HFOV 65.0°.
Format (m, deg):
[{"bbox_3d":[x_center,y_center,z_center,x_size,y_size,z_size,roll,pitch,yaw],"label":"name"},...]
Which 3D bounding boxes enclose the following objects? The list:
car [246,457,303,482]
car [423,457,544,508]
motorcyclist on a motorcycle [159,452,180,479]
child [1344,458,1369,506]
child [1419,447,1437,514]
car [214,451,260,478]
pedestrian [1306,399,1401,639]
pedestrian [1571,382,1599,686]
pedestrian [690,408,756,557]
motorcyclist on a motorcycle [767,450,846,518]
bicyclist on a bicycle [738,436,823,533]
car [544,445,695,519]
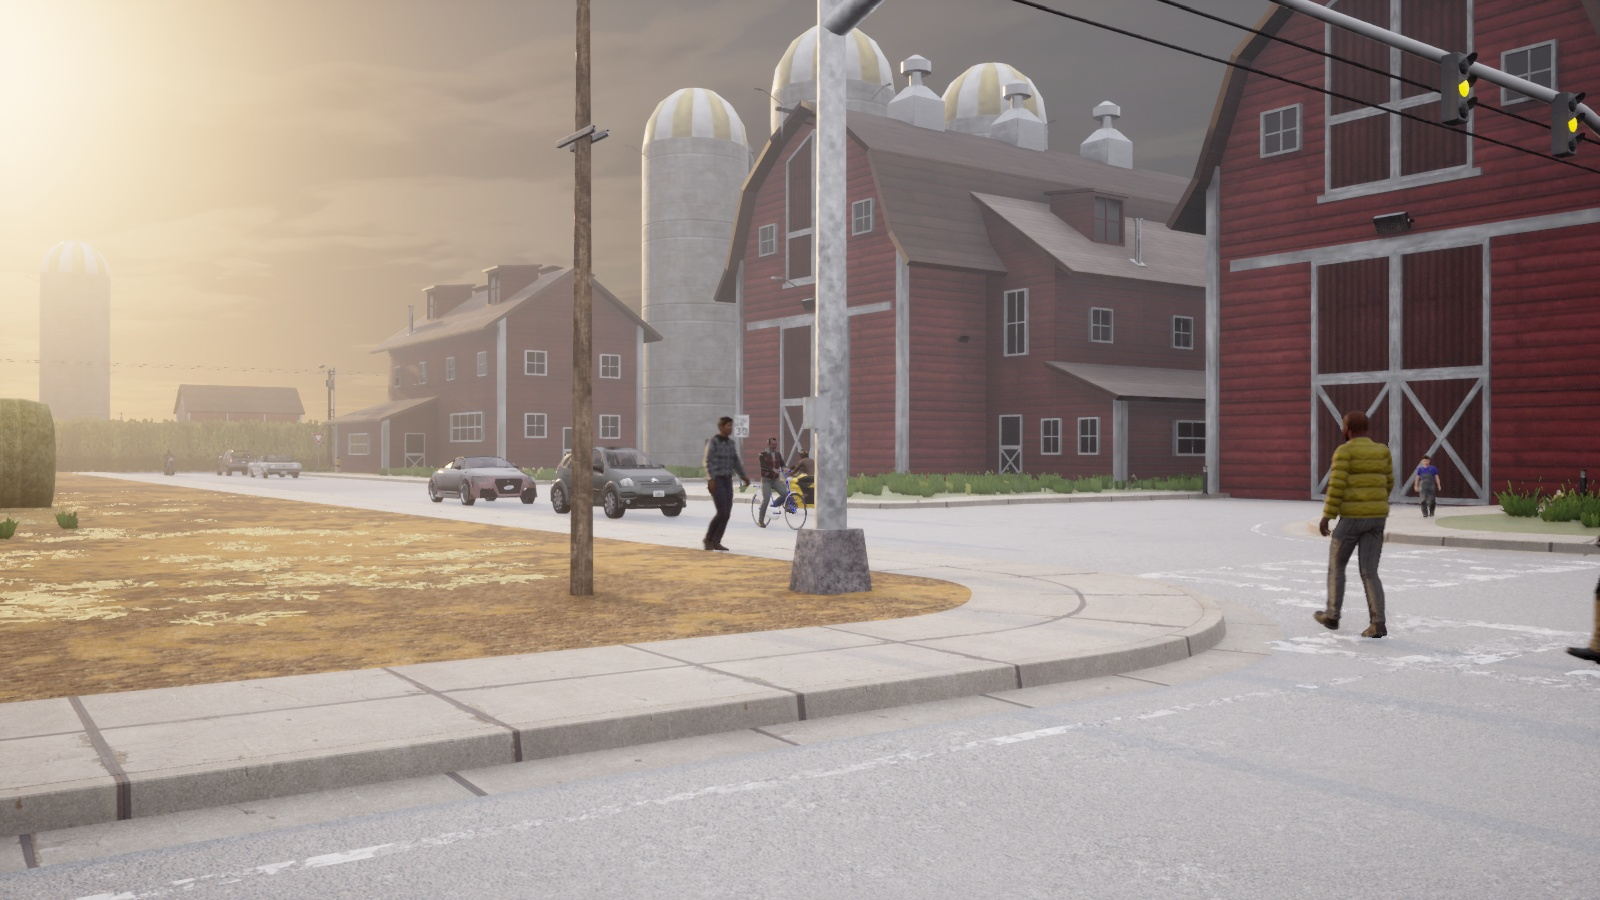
[{"bbox_3d":[-29.326,1.052,69.981,1.895,1.301,4.718,0,0,-36],"label":"car"},{"bbox_3d":[-9.154,0.890,36.138,1.994,1.385,4.181,0,0,-36],"label":"car"},{"bbox_3d":[-38.420,0.937,76.557,0.766,1.649,2.350,0,0,-36],"label":"motorcyclist on a motorcycle"},{"bbox_3d":[13.758,0.788,31.034,0.299,1.160,0.473,0,0,-40],"label":"child"},{"bbox_3d":[12.070,0.576,24.129,0.270,1.263,0.437,0,0,30],"label":"child"},{"bbox_3d":[-34.760,0.880,77.491,1.851,1.617,3.988,0,0,-36],"label":"car"},{"bbox_3d":[4.394,0.527,9.996,0.370,1.835,0.726,0,0,-7],"label":"pedestrian"},{"bbox_3d":[5.362,0.534,7.996,0.396,1.930,0.692,0,0,-45],"label":"pedestrian"},{"bbox_3d":[-1.031,0.423,16.777,0.788,1.949,0.423,0,0,40],"label":"pedestrian"},{"bbox_3d":[0.134,0.772,29.261,0.797,1.523,2.044,0,0,-36],"label":"motorcyclist on a motorcycle"},{"bbox_3d":[-0.399,0.641,24.027,0.659,1.776,1.843,-1,0,-36],"label":"bicyclist on a bicycle"},{"bbox_3d":[-4.279,0.697,29.392,1.851,1.617,3.988,0,0,-36],"label":"car"}]
